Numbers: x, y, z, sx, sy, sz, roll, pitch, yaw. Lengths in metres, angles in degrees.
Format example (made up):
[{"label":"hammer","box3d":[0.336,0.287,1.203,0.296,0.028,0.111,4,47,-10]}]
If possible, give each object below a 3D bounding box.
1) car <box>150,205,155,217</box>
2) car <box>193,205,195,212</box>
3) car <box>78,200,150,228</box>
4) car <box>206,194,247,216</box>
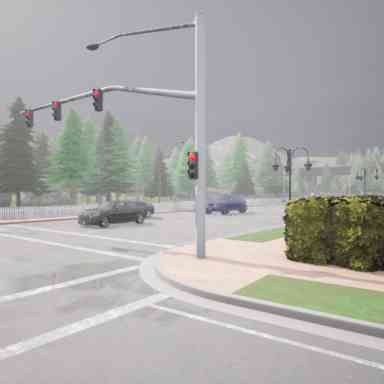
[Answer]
[{"label":"car","box3d":[-5.312,1.512,28.218,1.837,1.490,4.892,0,0,39]},{"label":"car","box3d":[1.937,1.571,37.317,1.994,1.385,4.181,0,0,38]},{"label":"car","box3d":[-5.372,1.359,22.520,2.097,1.767,4.553,0,0,39]},{"label":"car","box3d":[3.457,1.230,33.607,2.150,2.045,5.566,0,0,39]}]
